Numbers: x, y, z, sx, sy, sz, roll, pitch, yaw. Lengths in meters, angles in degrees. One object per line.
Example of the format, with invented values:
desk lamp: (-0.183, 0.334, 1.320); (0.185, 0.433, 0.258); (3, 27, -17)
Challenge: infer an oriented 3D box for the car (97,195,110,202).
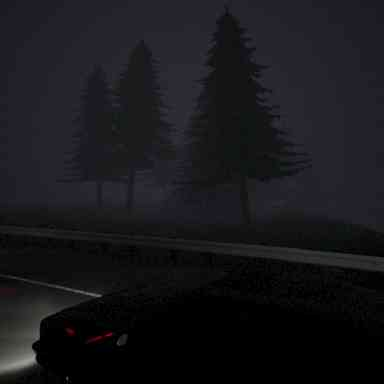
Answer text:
car: (-21.595, 1.525, 81.036); (2.128, 1.511, 4.902); (0, 0, -3)

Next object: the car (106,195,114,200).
car: (-22.594, 1.478, 91.437); (1.882, 1.535, 5.008); (0, 0, -11)

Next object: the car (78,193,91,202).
car: (-25.035, 1.355, 77.743); (2.097, 1.767, 4.553); (0, 0, -3)

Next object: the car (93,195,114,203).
car: (-18.509, 1.354, 69.070); (2.097, 1.767, 4.553); (0, 0, 5)

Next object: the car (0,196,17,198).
car: (-39.250, 1.540, 72.309); (2.033, 1.411, 5.357); (0, 0, 5)

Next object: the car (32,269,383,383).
car: (0.724, 1.547, 3.214); (5.357, 1.411, 2.033); (0, 0, 34)

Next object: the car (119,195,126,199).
car: (-18.943, 1.540, 90.734); (2.033, 1.411, 5.357); (0, 0, -11)

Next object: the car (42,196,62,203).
car: (-29.037, 1.541, 69.178); (2.033, 1.411, 5.357); (0, 0, 5)
